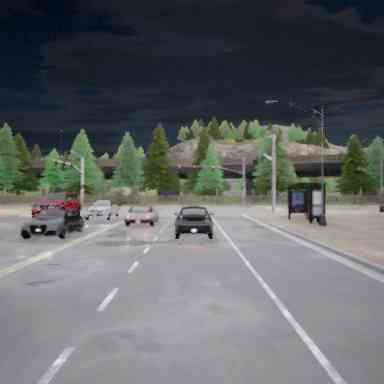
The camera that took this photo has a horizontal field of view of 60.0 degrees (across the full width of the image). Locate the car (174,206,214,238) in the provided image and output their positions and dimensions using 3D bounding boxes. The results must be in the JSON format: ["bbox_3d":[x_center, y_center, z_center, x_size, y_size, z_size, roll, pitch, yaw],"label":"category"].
[{"bbox_3d":[0.094,1.505,17.569,1.837,1.490,4.892,0,0,0],"label":"car"}]

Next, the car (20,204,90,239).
[{"bbox_3d":[-7.071,1.564,17.279,1.994,1.385,4.181,0,0,0],"label":"car"}]

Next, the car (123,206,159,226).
[{"bbox_3d":[-3.407,1.601,23.206,1.895,1.301,4.718,0,0,0],"label":"car"}]

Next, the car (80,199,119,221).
[{"bbox_3d":[-7.009,1.331,26.345,1.812,1.442,4.674,0,0,0],"label":"car"}]

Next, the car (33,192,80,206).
[{"bbox_3d":[-10.508,1.031,26.314,2.150,2.045,5.566,0,0,0],"label":"car"}]
